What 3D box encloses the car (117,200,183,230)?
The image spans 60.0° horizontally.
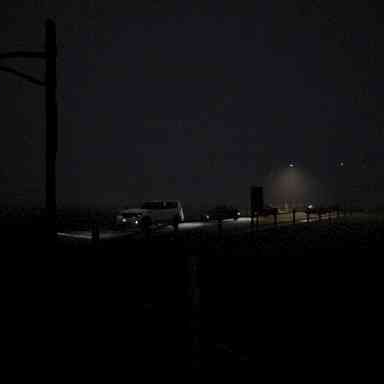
[{"bbox_3d":[-2.917,1.608,24.590,2.150,2.045,5.566,0,-1,36],"label":"car"}]

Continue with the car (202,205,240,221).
[{"bbox_3d":[2.902,2.067,32.525,2.128,1.511,4.902,0,-1,36],"label":"car"}]

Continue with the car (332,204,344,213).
[{"bbox_3d":[23.361,2.670,54.192,1.812,1.442,4.674,0,-1,37],"label":"car"}]

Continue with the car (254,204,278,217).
[{"bbox_3d":[8.936,2.265,40.752,2.128,1.511,4.902,0,-1,36],"label":"car"}]

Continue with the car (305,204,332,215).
[{"bbox_3d":[17.166,2.482,45.761,2.033,1.411,5.357,0,-1,36],"label":"car"}]
